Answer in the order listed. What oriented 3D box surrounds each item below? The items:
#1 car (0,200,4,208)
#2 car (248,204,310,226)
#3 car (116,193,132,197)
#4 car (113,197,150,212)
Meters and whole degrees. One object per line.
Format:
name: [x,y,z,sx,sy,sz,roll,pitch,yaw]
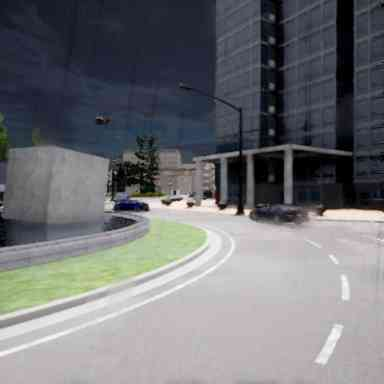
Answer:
car: [-24.279,1.422,38.152,4.902,1.511,2.128,0,0,-20]
car: [6.048,1.562,23.722,2.033,1.411,5.357,0,0,-19]
car: [-12.830,1.183,62.114,2.150,2.045,5.566,0,0,6]
car: [-6.827,1.542,37.589,4.181,1.385,1.994,0,0,26]
